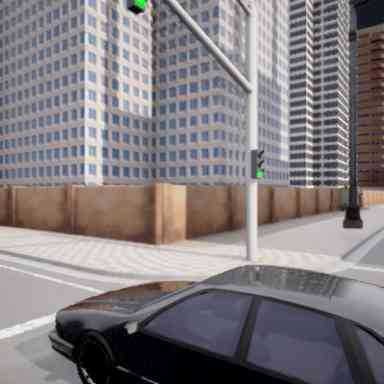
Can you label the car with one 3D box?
[{"bbox_3d":[0.773,1.548,3.440,5.357,1.411,2.033,0,0,36],"label":"car"}]
